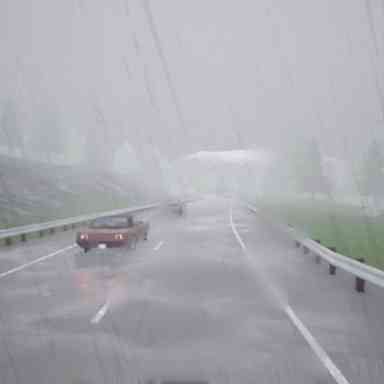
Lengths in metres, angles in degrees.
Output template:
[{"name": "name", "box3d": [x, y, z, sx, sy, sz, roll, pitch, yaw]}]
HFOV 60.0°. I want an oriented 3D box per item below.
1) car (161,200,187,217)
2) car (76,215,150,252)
[{"name": "car", "box3d": [-1.601, 1.451, 30.674, 2.128, 1.511, 4.902, 0, 0, 6]}, {"name": "car", "box3d": [-2.991, 1.579, 13.711, 1.895, 1.301, 4.718, 0, 0, 3]}]
